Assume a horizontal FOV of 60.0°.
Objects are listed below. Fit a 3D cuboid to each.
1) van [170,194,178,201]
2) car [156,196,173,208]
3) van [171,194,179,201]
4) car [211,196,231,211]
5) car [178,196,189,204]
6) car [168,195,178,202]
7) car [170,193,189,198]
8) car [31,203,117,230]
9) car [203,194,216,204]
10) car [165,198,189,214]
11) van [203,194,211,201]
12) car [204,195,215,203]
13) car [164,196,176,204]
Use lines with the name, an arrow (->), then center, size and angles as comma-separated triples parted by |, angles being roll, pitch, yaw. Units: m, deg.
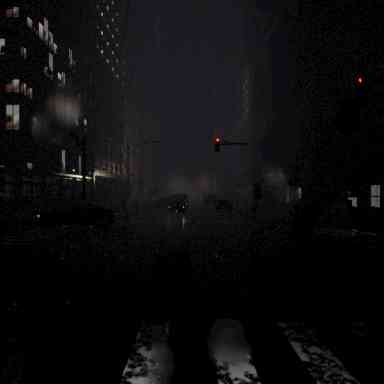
van -> -4.320, 1.320, 80.413 | 1.690, 1.788, 3.998 | 0, 0, 0
car -> -4.117, 1.592, 47.248 | 1.802, 1.307, 4.206 | 0, 0, 0
van -> -4.354, 1.314, 85.940 | 1.690, 1.788, 3.998 | 0, 0, 0
car -> 3.847, 1.579, 41.770 | 1.947, 1.339, 4.313 | 0, 0, 0
car -> -1.676, 1.586, 67.527 | 1.994, 1.385, 4.181 | 0, 0, 0
car -> -4.286, 1.426, 74.886 | 1.967, 1.590, 4.097 | 0, 0, 0
car -> -1.665, 1.232, 49.805 | 2.150, 2.045, 5.566 | 0, 0, 0
car -> -6.980, 1.425, 20.049 | 4.902, 1.511, 2.128 | 3, 0, -27
car -> 3.662, 1.312, 63.878 | 2.192, 1.841, 5.009 | 0, 0, 0
car -> -1.579, 1.616, 35.766 | 1.895, 1.301, 4.718 | 0, 0, 0
van -> 3.560, 1.320, 80.461 | 1.690, 1.788, 3.998 | 0, 0, 0
car -> 3.628, 1.432, 69.407 | 1.967, 1.590, 4.097 | 0, 0, 0
car -> -4.218, 1.563, 63.830 | 1.947, 1.339, 4.313 | 0, 0, 0
